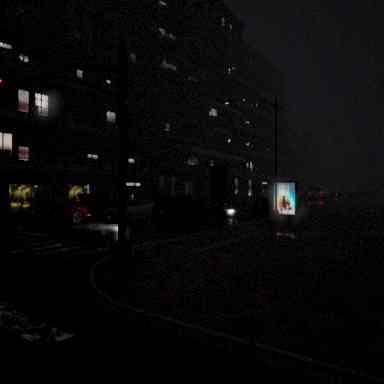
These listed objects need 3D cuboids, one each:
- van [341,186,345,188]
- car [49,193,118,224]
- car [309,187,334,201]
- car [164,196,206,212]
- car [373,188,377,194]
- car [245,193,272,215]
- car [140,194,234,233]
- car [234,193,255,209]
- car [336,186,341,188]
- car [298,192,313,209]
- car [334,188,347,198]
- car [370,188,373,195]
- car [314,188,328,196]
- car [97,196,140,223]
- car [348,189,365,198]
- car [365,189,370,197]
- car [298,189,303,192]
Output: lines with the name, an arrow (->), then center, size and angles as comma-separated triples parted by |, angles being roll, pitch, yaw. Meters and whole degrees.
van -> 37.654, -0.447, 85.992 | 1.690, 1.788, 3.998 | 2, 2, 35
car -> -6.955, 1.009, 22.444 | 2.192, 1.841, 5.009 | 1, 2, 35
car -> 18.906, 0.232, 49.245 | 2.150, 2.045, 5.566 | 0, 1, 35
car -> -0.584, 1.069, 31.529 | 1.802, 1.307, 4.206 | 2, 2, 35
car -> 38.183, -0.012, 72.167 | 1.887, 1.381, 4.507 | 1, 2, 35
car -> 6.311, 1.069, 26.766 | 1.947, 1.339, 4.313 | 1, 2, 35
car -> -0.062, 1.025, 17.680 | 2.192, 1.841, 5.009 | 1, 2, 35
car -> 4.356, 0.963, 34.071 | 1.994, 1.385, 4.181 | 0, 1, 35
car -> 34.467, -0.240, 81.456 | 1.967, 1.590, 4.097 | 2, 2, 35
car -> 9.498, 0.964, 31.307 | 1.947, 1.339, 4.313 | 1, 2, 35
car -> 25.090, 0.405, 58.053 | 1.895, 1.301, 4.718 | 0, 1, 35
car -> 34.995, 0.095, 67.627 | 1.887, 1.381, 4.507 | 1, 2, 35
car -> 28.094, -0.025, 72.377 | 1.967, 1.590, 4.097 | 2, 2, 35
car -> -3.791, 1.191, 22.475 | 1.812, 1.442, 4.674 | 0, 1, 35
car -> 28.621, 0.308, 58.547 | 1.887, 1.381, 4.507 | 1, 2, 35
car -> 31.809, 0.097, 63.084 | 1.967, 1.590, 4.097 | 1, 2, 35
car -> 15.145, 0.396, 49.278 | 2.097, 1.767, 4.553 | 0, 1, 35
